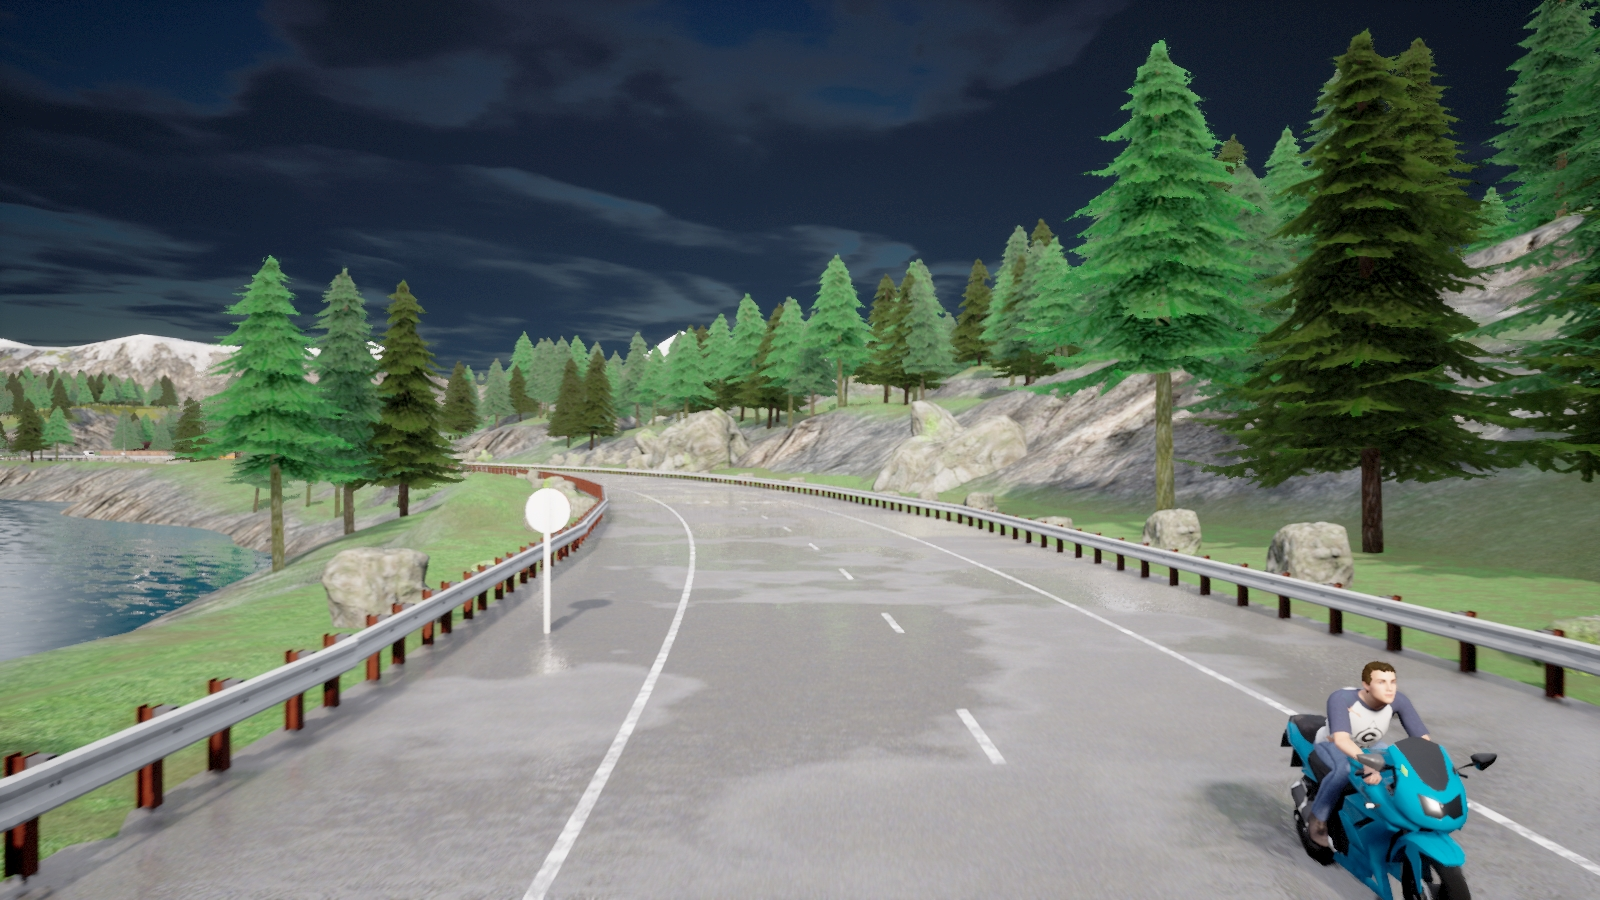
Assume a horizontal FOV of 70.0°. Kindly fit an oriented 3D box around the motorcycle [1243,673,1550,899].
[{"bbox_3d":[3.520,2.177,7.001,0.803,1.217,2.033,0,0,-1],"label":"motorcycle"}]
